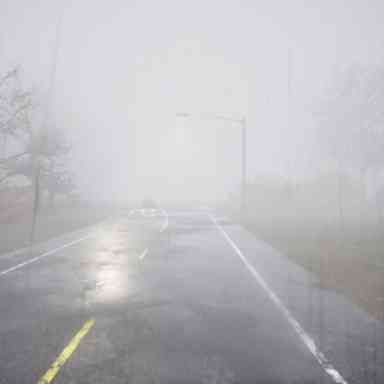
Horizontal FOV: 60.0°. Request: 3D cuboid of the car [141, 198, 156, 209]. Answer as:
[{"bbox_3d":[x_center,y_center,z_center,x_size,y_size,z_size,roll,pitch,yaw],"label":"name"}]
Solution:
[{"bbox_3d":[-5.836,1.531,44.748,1.994,1.385,4.181,0,0,-7],"label":"car"}]
